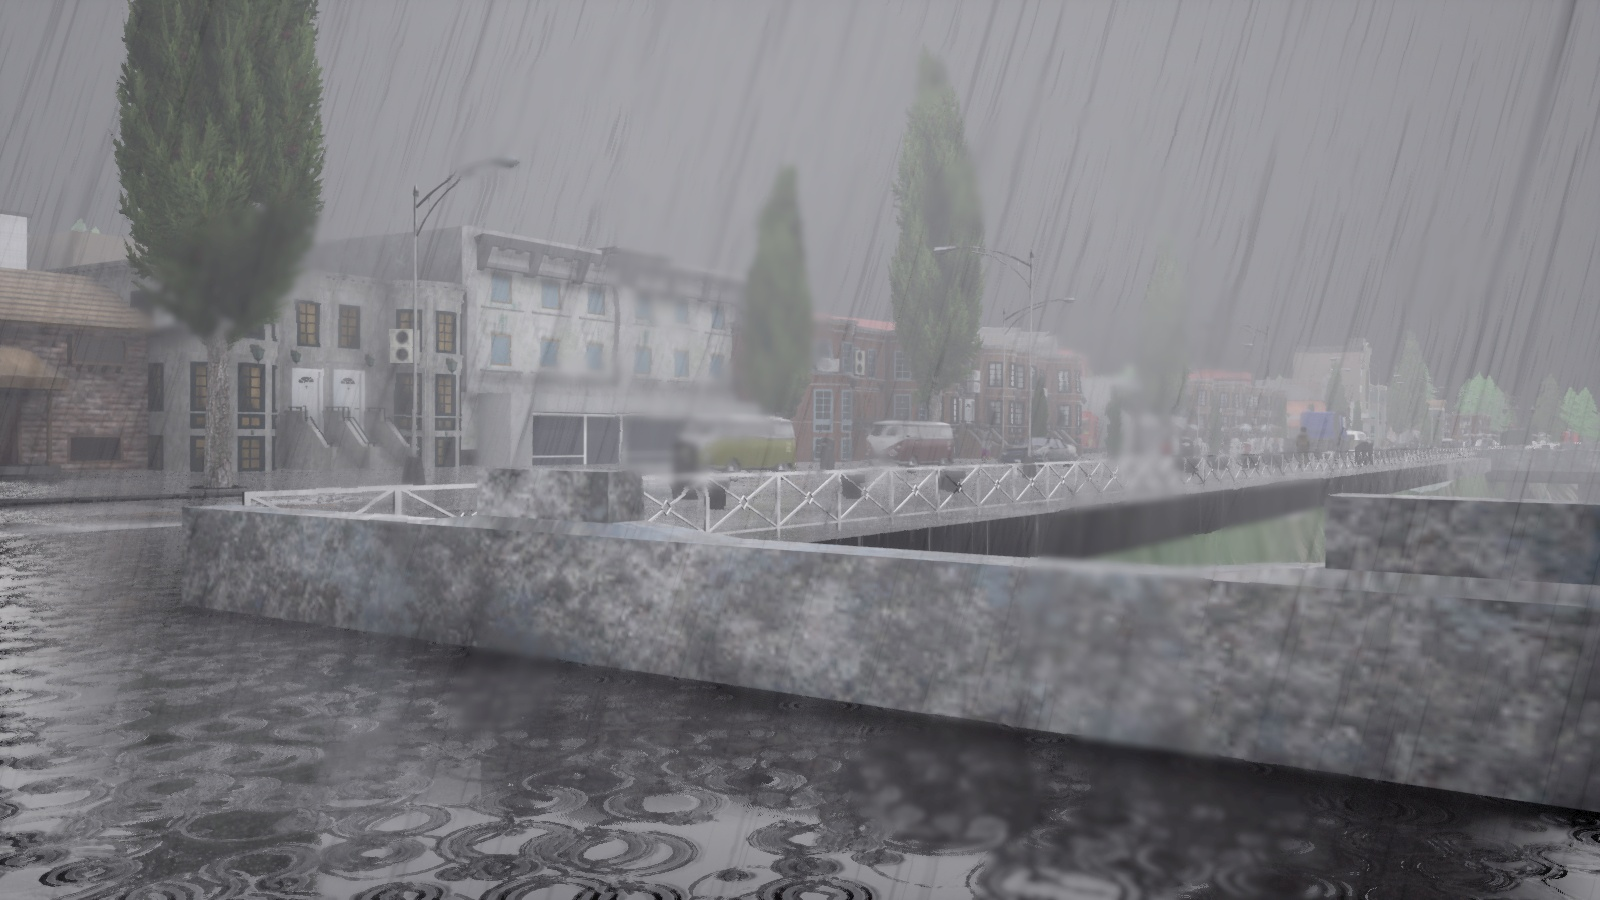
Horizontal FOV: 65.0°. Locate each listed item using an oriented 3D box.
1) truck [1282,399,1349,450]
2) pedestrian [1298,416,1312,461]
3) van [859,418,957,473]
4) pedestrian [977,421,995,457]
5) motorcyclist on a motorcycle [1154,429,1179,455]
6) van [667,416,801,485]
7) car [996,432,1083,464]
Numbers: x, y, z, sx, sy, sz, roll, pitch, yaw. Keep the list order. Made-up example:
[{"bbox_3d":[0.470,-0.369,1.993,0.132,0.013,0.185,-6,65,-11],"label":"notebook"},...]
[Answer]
[{"bbox_3d":[36.919,-1.811,89.804,2.891,3.462,7.936,0,1,34],"label":"truck"},{"bbox_3d":[21.563,-0.486,53.632,0.396,1.930,0.692,0,1,37],"label":"pedestrian"},{"bbox_3d":[4.160,-0.204,47.660,1.775,1.987,4.442,0,1,34],"label":"van"},{"bbox_3d":[10.208,-0.588,68.787,0.659,1.952,0.873,0,1,33],"label":"pedestrian"},{"bbox_3d":[21.592,-0.491,73.935,0.797,1.523,2.044,0,1,34],"label":"motorcyclist on a motorcycle"},{"bbox_3d":[-1.944,-0.023,38.459,1.775,1.987,4.442,0,1,34],"label":"van"},{"bbox_3d":[11.144,-0.116,58.186,2.033,1.411,5.357,0,1,34],"label":"car"}]
